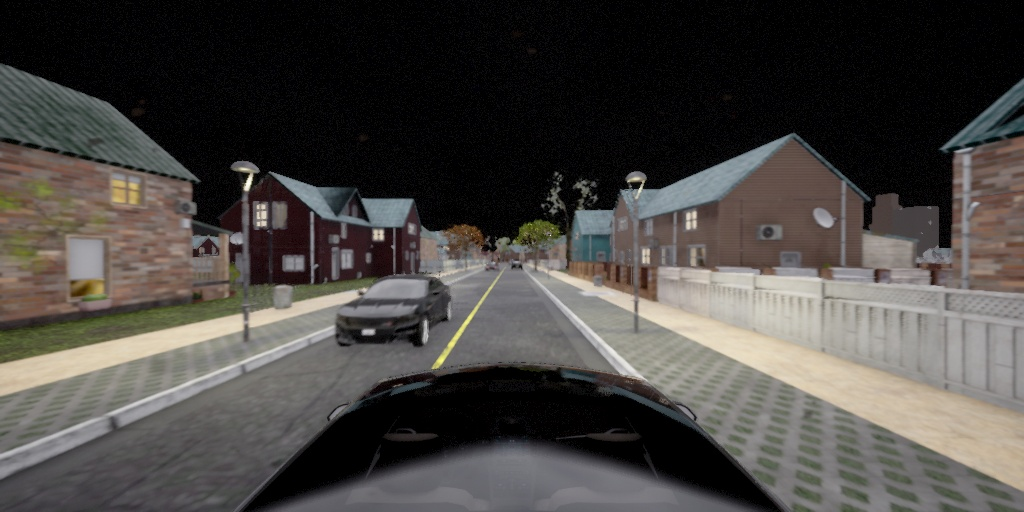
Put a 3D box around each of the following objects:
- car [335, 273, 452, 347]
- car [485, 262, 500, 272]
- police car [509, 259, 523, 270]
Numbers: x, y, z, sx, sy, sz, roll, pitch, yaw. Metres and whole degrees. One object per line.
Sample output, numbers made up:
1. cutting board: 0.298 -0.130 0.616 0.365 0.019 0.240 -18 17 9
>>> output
1. car: -2.852 1.248 9.628 1.882 1.535 5.008 0 0 0
2. car: -2.829 1.531 51.712 1.994 1.385 4.181 0 0 0
3. police car: 0.812 1.443 59.468 1.930 1.638 5.238 0 0 0
